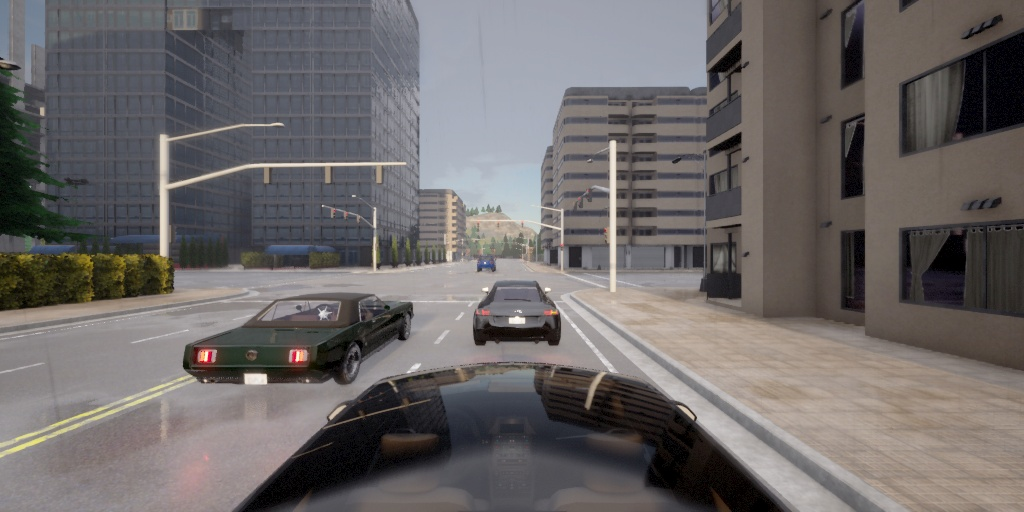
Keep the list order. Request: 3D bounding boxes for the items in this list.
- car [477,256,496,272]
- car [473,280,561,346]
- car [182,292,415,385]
[{"bbox_3d":[-3.247,0.971,46.220,2.150,2.045,5.566,0,0,0],"label":"car"},{"bbox_3d":[0.123,1.314,9.464,1.994,1.385,4.181,0,0,0],"label":"car"},{"bbox_3d":[-3.386,1.351,6.984,1.895,1.301,4.718,0,0,0],"label":"car"}]
